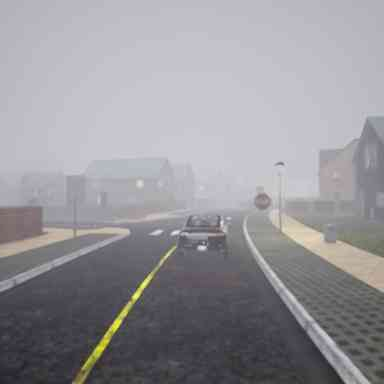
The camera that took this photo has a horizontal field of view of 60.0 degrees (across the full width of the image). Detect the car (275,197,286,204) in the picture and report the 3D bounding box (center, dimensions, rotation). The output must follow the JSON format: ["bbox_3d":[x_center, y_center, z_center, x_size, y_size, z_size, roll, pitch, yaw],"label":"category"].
[{"bbox_3d":[20.659,1.912,77.314,1.837,1.490,4.892,-1,-1,31],"label":"car"}]

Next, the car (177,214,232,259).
[{"bbox_3d":[0.549,1.628,13.225,2.128,1.511,4.902,0,0,5],"label":"car"}]

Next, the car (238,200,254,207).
[{"bbox_3d":[10.127,2.114,62.485,1.895,1.301,4.718,-1,-1,24],"label":"car"}]
